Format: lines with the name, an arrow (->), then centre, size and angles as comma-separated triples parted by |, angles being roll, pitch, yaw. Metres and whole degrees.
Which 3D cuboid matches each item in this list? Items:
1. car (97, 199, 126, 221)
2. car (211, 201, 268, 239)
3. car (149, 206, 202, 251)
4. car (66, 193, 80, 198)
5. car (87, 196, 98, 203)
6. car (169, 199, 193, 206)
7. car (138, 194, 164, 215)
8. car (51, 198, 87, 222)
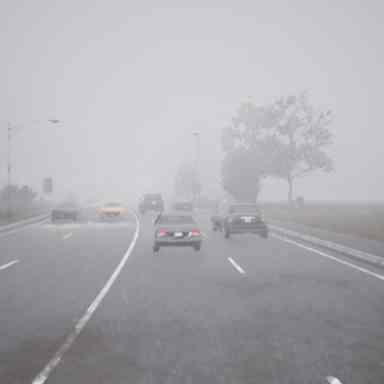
car -> -6.509, 1.468, 27.476 | 1.882, 1.535, 5.008 | 0, 0, -12
car -> 2.337, 1.337, 17.566 | 2.097, 1.767, 4.553 | 0, 0, -7
car -> -0.737, 1.539, 14.198 | 2.033, 1.411, 5.357 | 0, 0, -6
car -> -23.205, 1.180, 64.947 | 2.150, 2.045, 5.566 | 0, 0, -27
car -> -19.802, 1.484, 65.992 | 2.128, 1.511, 4.902 | 0, 0, -27
car -> -1.260, 1.459, 36.762 | 1.882, 1.535, 5.008 | 0, 0, -14
car -> -4.278, 1.206, 34.556 | 2.150, 2.045, 5.566 | 0, 0, -13
car -> -9.887, 1.472, 26.548 | 1.882, 1.535, 5.008 | 0, 0, -12
